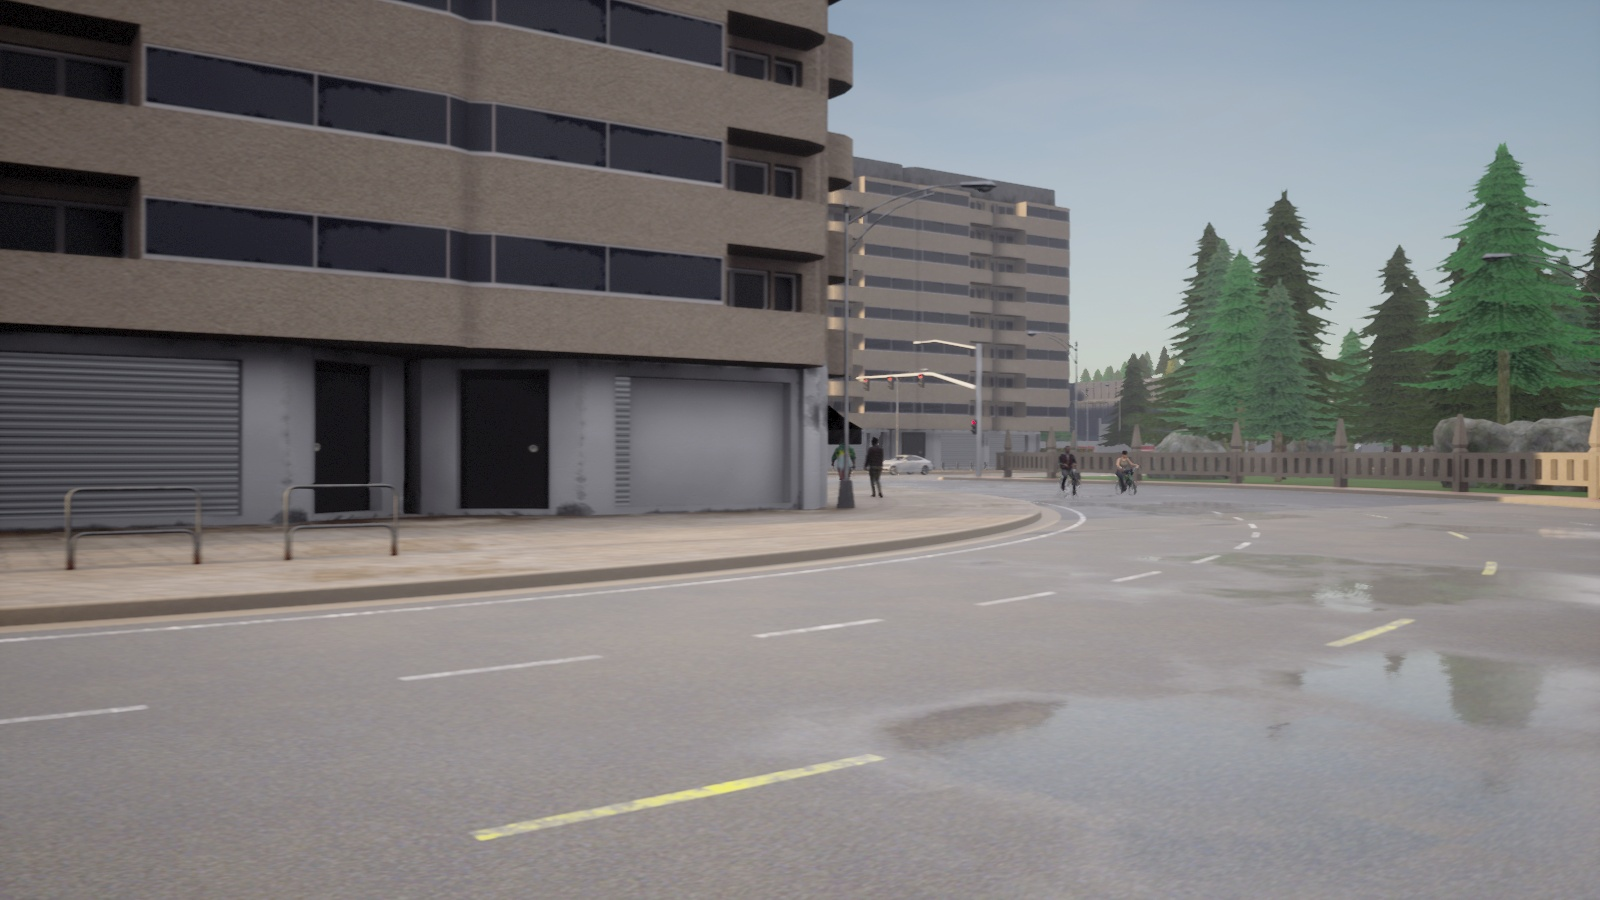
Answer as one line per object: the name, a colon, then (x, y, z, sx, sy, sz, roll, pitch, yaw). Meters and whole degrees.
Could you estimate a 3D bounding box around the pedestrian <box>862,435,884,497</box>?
pedestrian: (2.200, 0.487, 37.768, 0.431, 1.840, 0.703, 0, 0, -17)

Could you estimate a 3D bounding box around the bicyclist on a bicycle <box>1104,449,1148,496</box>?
bicyclist on a bicycle: (11.473, 0.766, 44.202, 0.866, 1.612, 1.509, -1, 0, -13)

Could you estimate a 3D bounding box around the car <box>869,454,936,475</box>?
car: (7.316, 1.031, 89.379, 4.674, 1.442, 1.812, 0, 0, -34)

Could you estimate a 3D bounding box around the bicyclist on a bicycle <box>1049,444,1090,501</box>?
bicyclist on a bicycle: (8.612, 0.696, 40.176, 0.659, 1.776, 1.843, -1, 0, -8)

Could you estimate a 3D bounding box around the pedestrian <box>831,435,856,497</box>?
pedestrian: (1.374, 0.494, 39.812, 0.659, 1.952, 0.873, 0, 0, -8)
